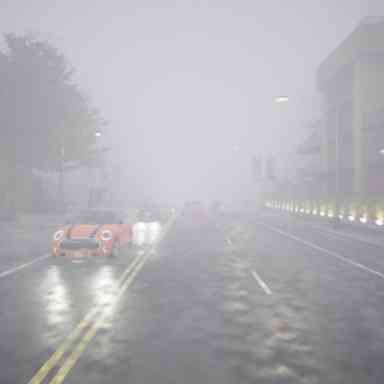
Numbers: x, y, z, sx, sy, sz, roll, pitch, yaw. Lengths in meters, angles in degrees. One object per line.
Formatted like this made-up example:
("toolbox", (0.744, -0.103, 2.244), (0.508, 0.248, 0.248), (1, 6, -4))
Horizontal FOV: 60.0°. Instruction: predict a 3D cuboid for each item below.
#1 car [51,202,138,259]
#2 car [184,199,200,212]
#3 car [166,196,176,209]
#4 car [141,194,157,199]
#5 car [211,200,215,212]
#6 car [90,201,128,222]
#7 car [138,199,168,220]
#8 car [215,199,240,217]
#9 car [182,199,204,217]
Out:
("car", (-3.600, 1.418, 12.791), (2.097, 1.767, 4.553), (0, 0, 0))
("car", (-0.006, 1.699, 43.479), (1.882, 1.535, 5.008), (0, 0, 0))
("car", (-3.508, 1.790, 50.877), (1.812, 1.442, 4.674), (0, 0, 0))
("car", (-7.007, 1.613, 51.054), (2.097, 1.767, 4.553), (0, 0, 0))
("car", (3.494, 1.698, 43.357), (1.882, 1.535, 5.008), (0, 0, 0))
("car", (-7.101, 1.639, 28.974), (2.128, 1.511, 4.902), (0, 0, 0))
("car", (-3.600, 1.641, 29.398), (2.128, 1.511, 4.902), (0, 0, 0))
("car", (3.588, 1.694, 33.054), (1.812, 1.442, 4.674), (0, 0, 0))
("car", (0.086, 1.523, 33.593), (2.097, 1.767, 4.553), (0, 0, 0))
